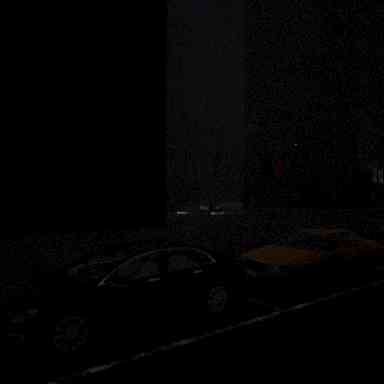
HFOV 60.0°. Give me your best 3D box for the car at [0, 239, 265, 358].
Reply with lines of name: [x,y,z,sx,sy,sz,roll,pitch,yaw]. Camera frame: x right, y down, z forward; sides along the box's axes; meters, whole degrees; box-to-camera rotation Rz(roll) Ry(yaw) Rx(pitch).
car: [-1.016,1.567,5.928,4.403,1.369,2.008,0,0,-36]

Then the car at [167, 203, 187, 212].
car: [-3.083,2.627,56.296,2.033,1.411,5.357,0,-1,-35]

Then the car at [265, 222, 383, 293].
car: [3.331,1.578,9.035,4.829,1.417,1.752,0,0,-36]

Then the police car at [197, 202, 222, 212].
police car: [2.908,2.493,53.625,2.038,1.542,4.974,0,-1,-36]
